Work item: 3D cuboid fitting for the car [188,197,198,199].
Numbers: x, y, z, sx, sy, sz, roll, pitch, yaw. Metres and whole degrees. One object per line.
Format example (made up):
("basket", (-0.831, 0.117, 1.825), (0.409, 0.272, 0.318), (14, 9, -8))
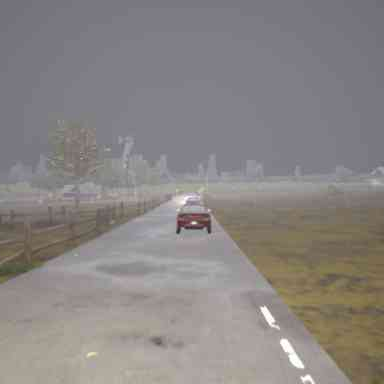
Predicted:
("car", (0.107, 1.365, 40.285), (1.812, 1.442, 4.674), (0, 0, 0))

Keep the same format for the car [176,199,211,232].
("car", (0.104, 1.437, 19.671), (1.882, 1.535, 5.008), (0, 0, 0))
